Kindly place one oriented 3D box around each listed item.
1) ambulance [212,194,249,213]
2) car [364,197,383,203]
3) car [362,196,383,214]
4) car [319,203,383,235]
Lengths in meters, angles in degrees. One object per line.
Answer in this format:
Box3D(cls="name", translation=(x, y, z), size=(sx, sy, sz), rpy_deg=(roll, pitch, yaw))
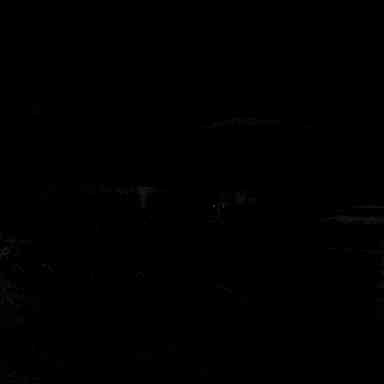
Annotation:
Box3D(cls="ambulance", translation=(4.997, 1.427, 42.907), size=(2.351, 2.431, 6.366), rpy_deg=(-1, 0, 35))
Box3D(cls="car", translation=(12.031, 1.377, 22.289), size=(5.027, 1.636, 2.152), rpy_deg=(-1, 0, 35))
Box3D(cls="car", translation=(20.776, 1.326, 35.335), size=(4.605, 1.855, 1.932), rpy_deg=(-1, 0, 35))
Box3D(cls="car", translation=(8.583, 1.453, 16.867), size=(3.806, 1.475, 1.970), rpy_deg=(-1, 0, 35))
